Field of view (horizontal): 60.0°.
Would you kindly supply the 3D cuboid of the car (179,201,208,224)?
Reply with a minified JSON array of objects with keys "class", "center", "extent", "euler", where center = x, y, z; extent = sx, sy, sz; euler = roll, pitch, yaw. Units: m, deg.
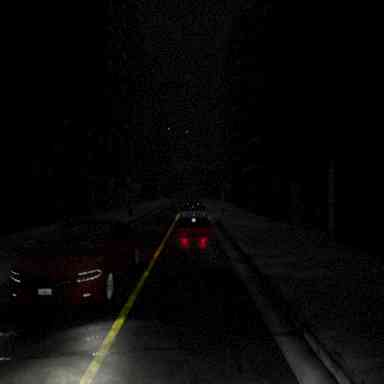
[{"class":"car","center":[0.103,1.527,23.727],"extent":[1.895,1.301,4.718],"euler":[0,0,0]}]

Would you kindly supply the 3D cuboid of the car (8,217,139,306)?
[{"class":"car","center":[-2.551,1.450,8.299],"extent":[1.882,1.535,5.008],"euler":[0,0,0]}]

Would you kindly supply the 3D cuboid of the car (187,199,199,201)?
[{"class":"car","center":[0.116,1.479,42.078],"extent":[1.895,1.301,4.718],"euler":[0,0,0]}]
